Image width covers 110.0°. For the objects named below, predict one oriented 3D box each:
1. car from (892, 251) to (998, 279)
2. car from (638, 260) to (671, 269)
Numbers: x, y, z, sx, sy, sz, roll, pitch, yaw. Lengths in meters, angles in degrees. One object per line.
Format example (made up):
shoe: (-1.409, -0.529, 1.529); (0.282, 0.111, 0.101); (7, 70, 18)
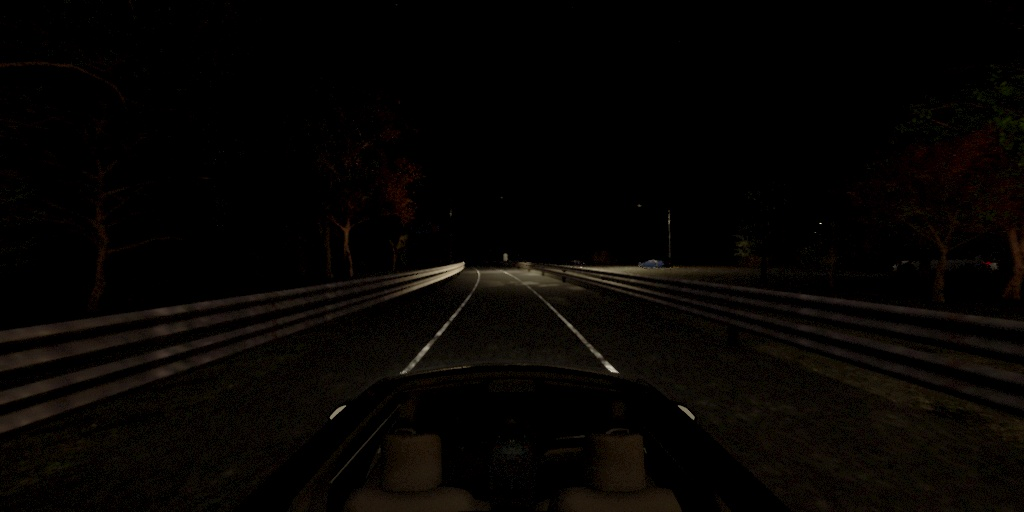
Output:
car: (35.441, 0.657, 29.578); (2.150, 2.045, 5.566); (0, 0, -26)
car: (22.369, 1.264, 56.532); (2.033, 1.411, 5.357); (0, 0, -26)
